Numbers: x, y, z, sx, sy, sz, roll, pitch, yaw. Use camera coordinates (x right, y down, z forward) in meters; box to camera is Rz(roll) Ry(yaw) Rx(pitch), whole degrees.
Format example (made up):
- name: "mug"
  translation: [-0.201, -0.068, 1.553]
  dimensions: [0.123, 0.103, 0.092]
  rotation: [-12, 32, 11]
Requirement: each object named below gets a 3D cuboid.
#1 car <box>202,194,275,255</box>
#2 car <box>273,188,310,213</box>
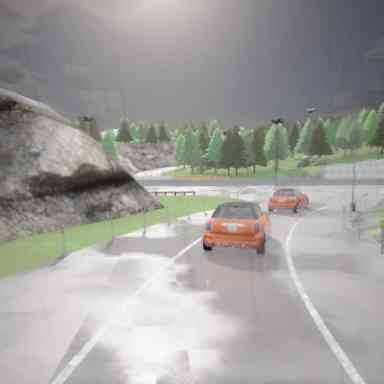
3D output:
- name: "car"
  translation: [1.887, 1.133, 12.782]
  dimensions: [2.097, 1.767, 4.553]
  rotation: [1, 2, 16]
- name: "car"
  translation: [7.377, 0.509, 25.058]
  dimensions: [2.097, 1.767, 4.553]
  rotation: [3, 5, 32]
